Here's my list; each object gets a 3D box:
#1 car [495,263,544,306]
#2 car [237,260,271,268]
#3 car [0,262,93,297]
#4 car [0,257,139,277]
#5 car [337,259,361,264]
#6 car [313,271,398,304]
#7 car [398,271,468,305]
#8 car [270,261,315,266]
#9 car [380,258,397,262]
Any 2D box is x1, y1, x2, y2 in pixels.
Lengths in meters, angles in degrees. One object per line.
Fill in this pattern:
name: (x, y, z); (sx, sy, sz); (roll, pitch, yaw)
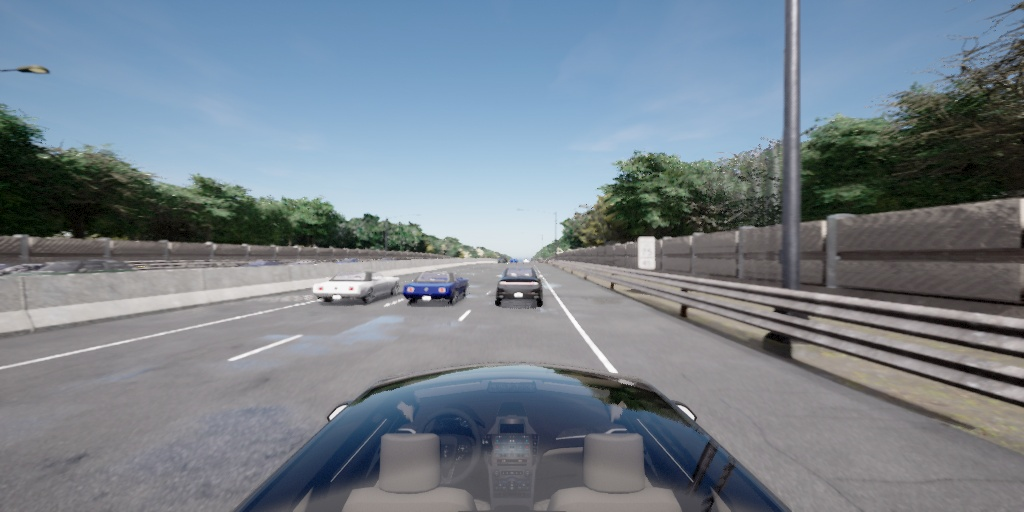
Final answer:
car: (0.345, 1.236, 15.715); (2.128, 1.511, 4.902); (0, 0, 2)
car: (-23.474, 1.122, 33.979); (2.033, 1.411, 5.357); (0, 0, 3)
car: (-24.200, 1.078, 17.310); (2.128, 1.511, 4.902); (0, 0, 3)
car: (-20.710, 0.959, 17.010); (2.097, 1.767, 4.553); (0, 0, 2)
car: (-22.738, 1.087, 50.128); (1.812, 1.442, 4.674); (0, 1, 3)
car: (-6.648, 1.299, 16.033); (1.895, 1.301, 4.718); (0, 0, 2)
car: (-3.152, 1.322, 15.882); (1.895, 1.301, 4.718); (0, 0, 2)
car: (-19.977, 1.199, 33.826); (1.895, 1.301, 4.718); (0, 0, 3)
car: (-18.992, 1.070, 55.064); (2.128, 1.511, 4.902); (0, 0, 2)
